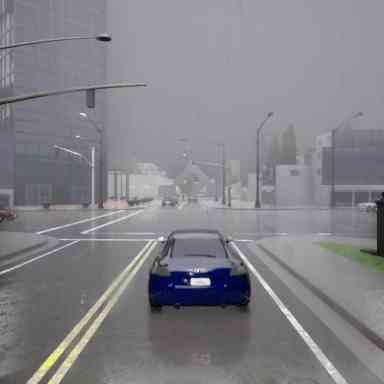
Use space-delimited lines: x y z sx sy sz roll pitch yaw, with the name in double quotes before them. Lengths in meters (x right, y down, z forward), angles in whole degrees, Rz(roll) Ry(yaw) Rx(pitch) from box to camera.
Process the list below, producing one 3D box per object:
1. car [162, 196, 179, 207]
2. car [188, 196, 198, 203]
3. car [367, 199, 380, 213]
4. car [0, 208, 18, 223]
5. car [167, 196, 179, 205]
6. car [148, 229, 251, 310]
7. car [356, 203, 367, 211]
"car" -3.531 1.491 51.142 2.128 1.511 4.902 0 0 0
"car" 0.269 1.507 71.291 2.128 1.511 4.902 0 0 5
"car" 20.543 1.515 33.535 4.181 1.385 1.994 0 0 0
"car" -16.212 1.632 26.090 4.674 1.442 1.812 -1 0 0
"car" -3.474 1.505 61.542 1.837 1.490 4.892 0 0 1
"car" 0.096 1.564 7.923 1.994 1.385 4.181 0 0 -2
"car" 20.786 1.477 37.049 4.674 1.442 1.812 0 0 -2
